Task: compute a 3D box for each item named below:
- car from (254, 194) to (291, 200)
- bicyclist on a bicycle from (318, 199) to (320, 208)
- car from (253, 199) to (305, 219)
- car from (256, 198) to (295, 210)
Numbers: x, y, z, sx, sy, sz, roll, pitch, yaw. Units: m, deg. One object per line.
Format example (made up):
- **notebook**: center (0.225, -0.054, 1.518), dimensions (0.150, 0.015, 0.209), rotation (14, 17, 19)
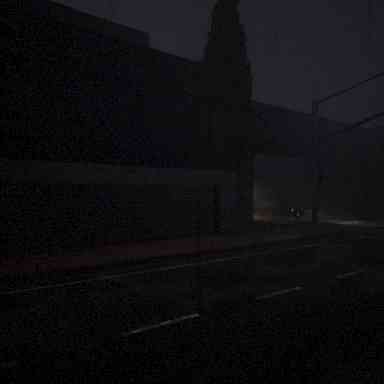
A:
- **car**: center (8.695, 1.221, 34.158), dimensions (2.150, 2.045, 5.566), rotation (0, 0, -36)
- **bicyclist on a bicycle**: center (16.223, 1.303, 43.263), dimensions (1.656, 1.620, 0.582), rotation (0, 0, -37)
- **car**: center (7.632, 1.601, 29.727), dimensions (1.895, 1.301, 4.718), rotation (0, 0, -37)
- **car**: center (10.748, 1.505, 43.386), dimensions (1.837, 1.490, 4.892), rotation (0, 0, -36)
